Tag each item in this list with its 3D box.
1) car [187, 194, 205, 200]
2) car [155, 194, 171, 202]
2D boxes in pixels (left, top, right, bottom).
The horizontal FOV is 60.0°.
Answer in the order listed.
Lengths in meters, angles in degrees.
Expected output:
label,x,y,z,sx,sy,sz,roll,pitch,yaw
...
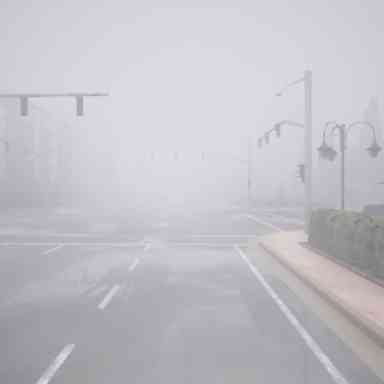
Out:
label,x,y,z,sx,sy,sz,roll,pitch,yaw
car,1.029,1.094,78.185,2.033,1.411,5.357,0,0,35
car,-5.543,1.147,63.972,1.837,1.490,4.892,0,0,15
